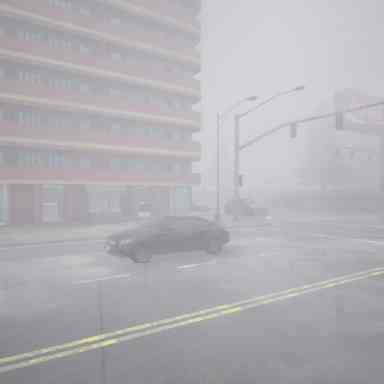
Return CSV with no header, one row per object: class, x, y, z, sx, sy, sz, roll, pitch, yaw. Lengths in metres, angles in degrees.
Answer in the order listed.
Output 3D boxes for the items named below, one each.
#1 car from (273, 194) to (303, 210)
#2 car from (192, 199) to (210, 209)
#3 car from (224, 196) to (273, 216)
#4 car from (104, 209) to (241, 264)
car,11.360,1.221,42.235,2.150,2.045,5.566,0,0,-33
car,0.223,1.526,39.793,1.812,1.442,4.674,0,0,-34
car,5.203,1.352,32.370,2.097,1.767,4.553,0,0,-34
car,-0.734,1.526,11.883,4.674,1.442,1.812,0,0,-33
